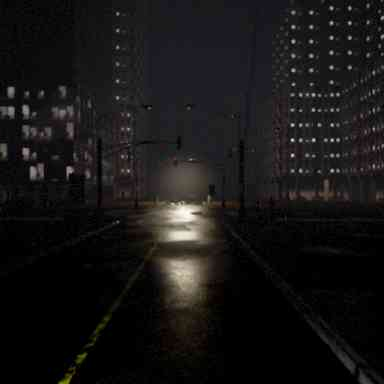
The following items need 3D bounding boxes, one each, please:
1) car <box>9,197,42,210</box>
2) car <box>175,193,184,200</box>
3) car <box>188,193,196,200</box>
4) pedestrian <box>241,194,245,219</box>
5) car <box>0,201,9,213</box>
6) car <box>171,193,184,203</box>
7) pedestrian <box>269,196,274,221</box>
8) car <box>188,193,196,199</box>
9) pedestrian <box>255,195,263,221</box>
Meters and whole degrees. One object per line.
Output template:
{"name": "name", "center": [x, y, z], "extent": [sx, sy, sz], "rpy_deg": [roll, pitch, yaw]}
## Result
{"name": "car", "center": [-19.205, 1.235, 37.328], "extent": [4.097, 1.590, 1.967], "rpy_deg": [0, 0, -1]}
{"name": "car", "center": [-3.000, 1.069, 80.168], "extent": [2.097, 1.767, 4.553], "rpy_deg": [0, 0, 0]}
{"name": "car", "center": [0.001, 1.306, 79.980], "extent": [1.895, 1.301, 4.718], "rpy_deg": [0, 0, 0]}
{"name": "pedestrian", "center": [3.635, 1.056, 24.253], "extent": [0.375, 1.860, 0.375], "rpy_deg": [0, 0, 0]}
{"name": "car", "center": [-18.895, 1.318, 28.691], "extent": [4.829, 1.417, 1.752], "rpy_deg": [0, 0, -1]}
{"name": "car", "center": [-3.016, 1.336, 64.632], "extent": [1.994, 1.385, 4.181], "rpy_deg": [0, 0, 0]}
{"name": "pedestrian", "center": [5.635, 1.147, 23.653], "extent": [0.375, 1.860, 0.375], "rpy_deg": [0, 0, 0]}
{"name": "car", "center": [0.000, 1.053, 89.954], "extent": [2.033, 1.411, 5.357], "rpy_deg": [0, 0, 0]}
{"name": "pedestrian", "center": [4.614, 1.090, 23.053], "extent": [0.375, 1.860, 0.375], "rpy_deg": [0, 0, 0]}
